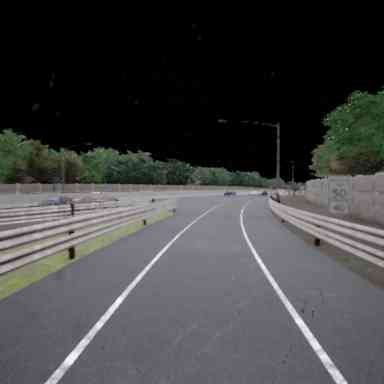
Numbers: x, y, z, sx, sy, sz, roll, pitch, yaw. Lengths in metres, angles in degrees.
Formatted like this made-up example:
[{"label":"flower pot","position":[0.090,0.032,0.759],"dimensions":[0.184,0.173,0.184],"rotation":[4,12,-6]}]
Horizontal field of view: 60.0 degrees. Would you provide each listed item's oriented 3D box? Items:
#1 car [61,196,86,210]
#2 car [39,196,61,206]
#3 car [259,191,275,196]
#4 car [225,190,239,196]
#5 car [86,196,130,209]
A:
[{"label":"car","position":[-11.608,1.213,36.505],"dimensions":[1.812,1.442,4.674],"rotation":[1,1,27]},{"label":"car","position":[-14.723,1.203,38.098],"dimensions":[2.033,1.411,5.357],"rotation":[1,1,27]},{"label":"car","position":[20.702,0.378,92.100],"dimensions":[1.837,1.490,4.892],"rotation":[1,1,27]},{"label":"car","position":[10.161,0.351,86.845],"dimensions":[1.882,1.535,5.008],"rotation":[1,1,27]},{"label":"car","position":[-8.490,1.244,34.914],"dimensions":[1.812,1.442,4.674],"rotation":[1,1,27]}]
